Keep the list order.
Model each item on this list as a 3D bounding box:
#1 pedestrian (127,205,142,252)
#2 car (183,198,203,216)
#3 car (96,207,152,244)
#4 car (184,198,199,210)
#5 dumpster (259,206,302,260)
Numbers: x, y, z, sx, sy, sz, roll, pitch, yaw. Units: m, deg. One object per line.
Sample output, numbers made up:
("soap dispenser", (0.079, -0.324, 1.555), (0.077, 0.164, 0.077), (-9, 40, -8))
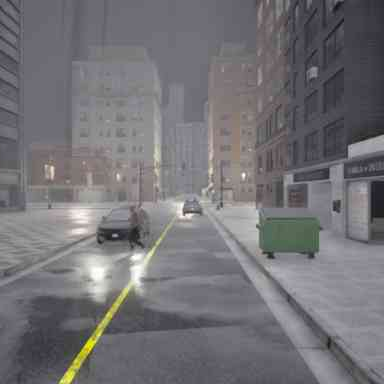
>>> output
("pedestrian", (-2.156, 1.299, 12.420), (0.375, 1.860, 0.375), (0, 0, -10))
("car", (0.078, 1.594, 33.584), (1.994, 1.385, 4.181), (0, 0, 1))
("car", (-3.100, 1.486, 15.934), (1.882, 1.535, 5.008), (0, 0, 0))
("car", (-0.086, 1.568, 43.645), (1.812, 1.442, 4.674), (0, 0, -1))
("dumpster", (3.135, 1.400, 11.984), (1.020, 1.700, 1.940), (0, 0, 0))
